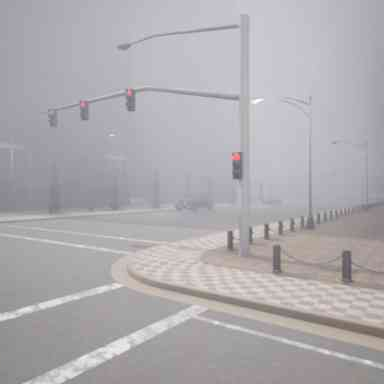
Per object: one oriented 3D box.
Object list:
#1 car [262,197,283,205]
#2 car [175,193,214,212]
[{"bbox_3d":[13.484,1.562,55.856,1.895,1.301,4.718,0,0,36],"label":"car"},{"bbox_3d":[0.421,1.183,37.957,2.150,2.045,5.566,0,0,36],"label":"car"}]
